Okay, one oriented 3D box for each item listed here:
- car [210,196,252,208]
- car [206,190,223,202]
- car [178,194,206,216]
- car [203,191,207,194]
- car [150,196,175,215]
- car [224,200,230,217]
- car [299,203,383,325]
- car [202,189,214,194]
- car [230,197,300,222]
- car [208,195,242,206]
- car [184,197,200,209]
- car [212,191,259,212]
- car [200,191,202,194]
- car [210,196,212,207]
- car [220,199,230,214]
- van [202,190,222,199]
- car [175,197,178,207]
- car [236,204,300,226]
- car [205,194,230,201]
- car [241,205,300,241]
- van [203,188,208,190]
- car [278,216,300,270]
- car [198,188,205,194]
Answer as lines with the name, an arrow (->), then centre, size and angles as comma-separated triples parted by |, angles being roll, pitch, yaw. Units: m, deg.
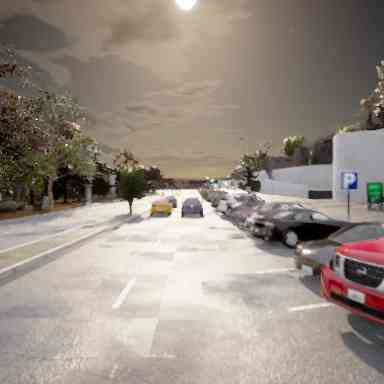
car -> 5.243, 1.336, 45.030 | 5.366, 1.575, 1.946 | 1, 0, -20
car -> 5.048, 1.160, 38.935 | 5.566, 2.045, 2.435 | 1, 1, -20
car -> 0.001, 1.328, 32.390 | 2.097, 1.767, 4.553 | 0, 0, 0
car -> 5.046, 1.113, 62.958 | 4.792, 1.488, 2.163 | 0, 1, -20
car -> -2.990, 1.449, 33.117 | 1.882, 1.535, 5.008 | 0, 1, 0
car -> 5.073, 1.544, 23.933 | 4.674, 1.452, 2.002 | 1, 1, -20
car -> 5.049, 1.236, 5.912 | 5.566, 2.045, 2.435 | 1, 0, -20
car -> 5.043, 0.873, 68.947 | 4.553, 1.767, 2.185 | 0, 1, -20
car -> 5.102, 1.379, 20.943 | 4.553, 1.767, 2.185 | 1, 0, -20
car -> 5.045, 1.284, 50.954 | 4.792, 1.488, 2.163 | 1, 1, -20
car -> 0.021, 1.405, 44.289 | 2.033, 1.411, 5.357 | 0, 1, 0
car -> 5.099, 1.228, 29.955 | 5.566, 2.045, 2.435 | 1, 0, -20
car -> 5.065, 0.914, 74.922 | 4.892, 1.521, 2.231 | 1, 1, -20
car -> 4.899, 1.455, 32.884 | 5.366, 1.575, 1.946 | 1, 1, -20
car -> 5.096, 1.521, 26.957 | 4.792, 1.488, 2.163 | 1, 0, -20
van -> 4.966, 0.602, 80.840 | 4.442, 1.987, 1.878 | 0, 1, -20
car -> -2.965, 1.334, 46.313 | 1.837, 1.490, 4.892 | 0, 1, 0
car -> 5.073, 1.544, 17.933 | 4.674, 1.452, 2.002 | 1, 0, -20
car -> 5.067, 1.081, 65.977 | 4.674, 1.452, 2.002 | 0, 1, -20
car -> 5.063, 1.501, 14.932 | 5.008, 1.535, 2.097 | 1, 0, -20
van -> 5.183, 0.731, 71.980 | 4.442, 1.987, 1.878 | 0, 1, -20
car -> 5.044, 1.520, 8.915 | 4.792, 1.488, 2.163 | 1, 0, -20
car -> 5.050, 0.620, 77.887 | 5.566, 2.045, 2.435 | 0, 1, -20
